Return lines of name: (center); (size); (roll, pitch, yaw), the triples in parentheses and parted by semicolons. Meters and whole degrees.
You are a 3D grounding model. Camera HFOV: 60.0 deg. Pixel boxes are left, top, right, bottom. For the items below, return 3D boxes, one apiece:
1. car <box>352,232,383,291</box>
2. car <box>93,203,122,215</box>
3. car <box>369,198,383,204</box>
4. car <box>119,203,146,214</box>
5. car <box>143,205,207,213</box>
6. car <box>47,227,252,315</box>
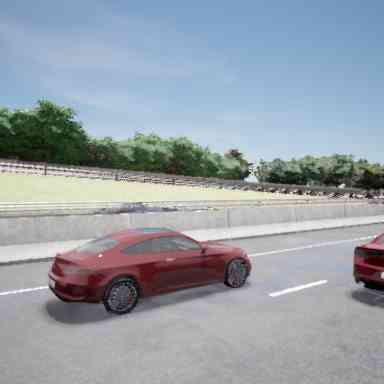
car: (5.823, 1.485, 7.889); (5.008, 1.535, 1.882); (0, 0, -35)
car: (-4.994, 1.558, 26.210); (5.357, 1.411, 2.033); (0, 0, -35)
car: (28.208, 1.622, 49.760); (4.181, 1.385, 1.994); (0, 0, -35)
car: (-2.414, 1.612, 23.749); (4.718, 1.301, 1.895); (0, 0, -35)
car: (-0.366, 1.612, 20.910); (4.718, 1.301, 1.895); (0, 0, -35)
car: (-0.730, 1.529, 7.533); (4.674, 1.442, 1.812); (0, 0, -36)
